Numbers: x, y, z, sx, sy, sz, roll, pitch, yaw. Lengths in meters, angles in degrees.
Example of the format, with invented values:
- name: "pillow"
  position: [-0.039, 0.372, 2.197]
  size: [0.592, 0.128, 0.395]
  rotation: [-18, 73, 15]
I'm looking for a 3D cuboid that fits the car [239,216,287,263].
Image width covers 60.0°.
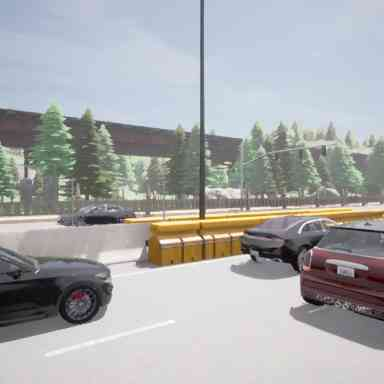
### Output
- name: "car"
  position: [3.719, 1.492, 10.700]
  size: [4.902, 1.511, 2.128]
  rotation: [0, 0, -36]

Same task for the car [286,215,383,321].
- name: "car"
  position: [4.310, 1.352, 6.825]
  size: [4.553, 1.767, 2.097]
  rotation: [0, 0, -36]

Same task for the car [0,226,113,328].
- name: "car"
  position: [-3.645, 1.526, 5.444]
  size: [4.674, 1.442, 1.812]
  rotation: [0, 0, -36]
